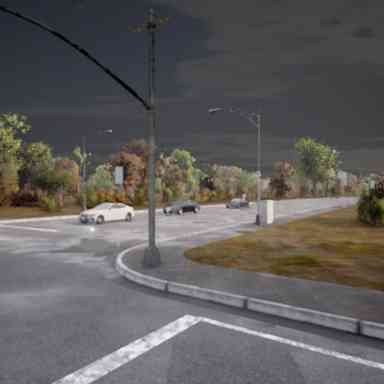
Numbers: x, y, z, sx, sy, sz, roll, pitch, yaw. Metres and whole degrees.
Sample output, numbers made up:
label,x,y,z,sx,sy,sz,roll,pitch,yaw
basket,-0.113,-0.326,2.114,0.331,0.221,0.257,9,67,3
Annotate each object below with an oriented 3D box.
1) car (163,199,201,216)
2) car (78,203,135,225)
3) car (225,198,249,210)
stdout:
label,x,y,z,sx,sy,sz,roll,pitch,yaw
car,-0.964,1.518,33.452,2.128,1.511,4.902,0,0,32
car,-6.290,1.553,24.992,1.812,1.442,4.674,0,0,32
car,6.180,1.556,44.765,1.812,1.442,4.674,0,1,33
